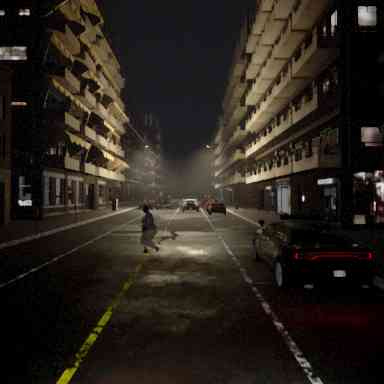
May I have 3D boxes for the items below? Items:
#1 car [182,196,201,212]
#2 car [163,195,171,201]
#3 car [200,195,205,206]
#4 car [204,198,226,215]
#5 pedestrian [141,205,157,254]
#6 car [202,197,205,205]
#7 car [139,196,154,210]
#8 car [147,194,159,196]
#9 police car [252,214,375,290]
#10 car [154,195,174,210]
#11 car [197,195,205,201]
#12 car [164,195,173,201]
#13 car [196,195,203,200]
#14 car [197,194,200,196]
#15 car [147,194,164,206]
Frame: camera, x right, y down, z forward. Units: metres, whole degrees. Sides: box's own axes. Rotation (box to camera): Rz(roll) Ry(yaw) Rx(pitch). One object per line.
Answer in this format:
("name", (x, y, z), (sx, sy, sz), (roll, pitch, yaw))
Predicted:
("car", (-0.170, 1.536, 38.417), (1.812, 1.442, 4.674), (0, 0, -1))
("car", (-6.235, 1.549, 83.168), (1.752, 1.417, 4.829), (1, 0, 0))
("car", (2.328, 1.597, 55.499), (1.802, 1.307, 4.206), (1, 0, 0))
("car", (2.477, 1.534, 33.385), (1.752, 1.417, 4.829), (1, 0, 0))
("pedestrian", (-1.533, 1.296, 11.839), (0.375, 1.860, 0.375), (1, -1, -5))
("car", (2.440, 1.592, 38.787), (1.802, 1.307, 4.206), (1, 0, 0))
("car", (-5.977, 1.577, 44.341), (1.947, 1.339, 4.313), (1, 0, 0))
("car", (-6.010, 1.328, 49.912), (2.192, 1.841, 5.009), (1, 0, 0))
("police car", (2.936, 1.428, 9.237), (1.930, 1.638, 5.238), (0, 0, 0))
("car", (-3.381, 1.516, 42.360), (1.837, 1.490, 4.892), (0, 0, 0))
("car", (2.150, 1.549, 83.525), (1.752, 1.417, 4.829), (1, 0, 0))
("car", (-6.275, 1.591, 88.909), (1.947, 1.339, 4.313), (1, 0, 0))
("car", (2.048, 1.572, 94.496), (1.887, 1.381, 4.507), (1, 0, 0))
("car", (-0.299, 1.365, 48.256), (2.097, 1.767, 4.553), (0, 0, 0))
("car", (-6.048, 1.330, 55.483), (2.192, 1.841, 5.009), (1, 0, 0))
